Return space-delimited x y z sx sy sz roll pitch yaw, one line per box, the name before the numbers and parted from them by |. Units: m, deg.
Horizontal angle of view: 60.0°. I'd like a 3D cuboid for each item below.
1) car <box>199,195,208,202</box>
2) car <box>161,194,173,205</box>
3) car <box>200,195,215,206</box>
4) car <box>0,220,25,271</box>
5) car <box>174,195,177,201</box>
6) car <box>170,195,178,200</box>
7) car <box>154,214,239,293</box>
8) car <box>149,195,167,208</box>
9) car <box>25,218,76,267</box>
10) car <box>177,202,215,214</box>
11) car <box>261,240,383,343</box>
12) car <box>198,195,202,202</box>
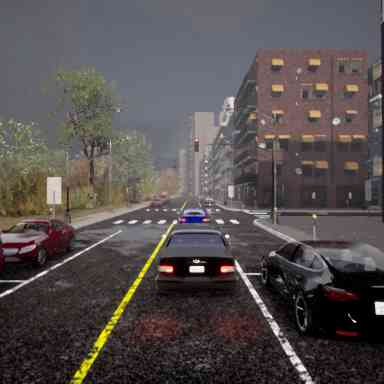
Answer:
car | 2.629 1.492 78.686 1.967 1.590 4.097 1 0 0
car | -5.262 1.347 60.824 2.192 1.841 5.009 1 0 0
car | 2.608 1.574 50.270 2.008 1.369 4.403 1 0 0
car | -5.301 1.316 5.702 2.192 1.841 5.009 1 0 0
car | -5.249 1.609 83.528 2.008 1.369 4.403 1 0 0
car | -5.241 1.626 94.881 2.008 1.369 4.403 1 0 0
car | 0.106 1.550 8.984 2.033 1.411 5.357 0 0 0
car | -5.272 1.567 49.472 1.887 1.381 4.507 1 0 0
car | -5.299 1.585 11.357 1.802 1.307 4.206 1 0 0
car | 0.121 1.530 18.574 1.812 1.442 4.674 0 0 0
car | 2.578 1.567 6.453 1.947 1.339 4.313 1 0 0
car | 2.620 1.621 67.319 1.802 1.307 4.206 1 0 0
